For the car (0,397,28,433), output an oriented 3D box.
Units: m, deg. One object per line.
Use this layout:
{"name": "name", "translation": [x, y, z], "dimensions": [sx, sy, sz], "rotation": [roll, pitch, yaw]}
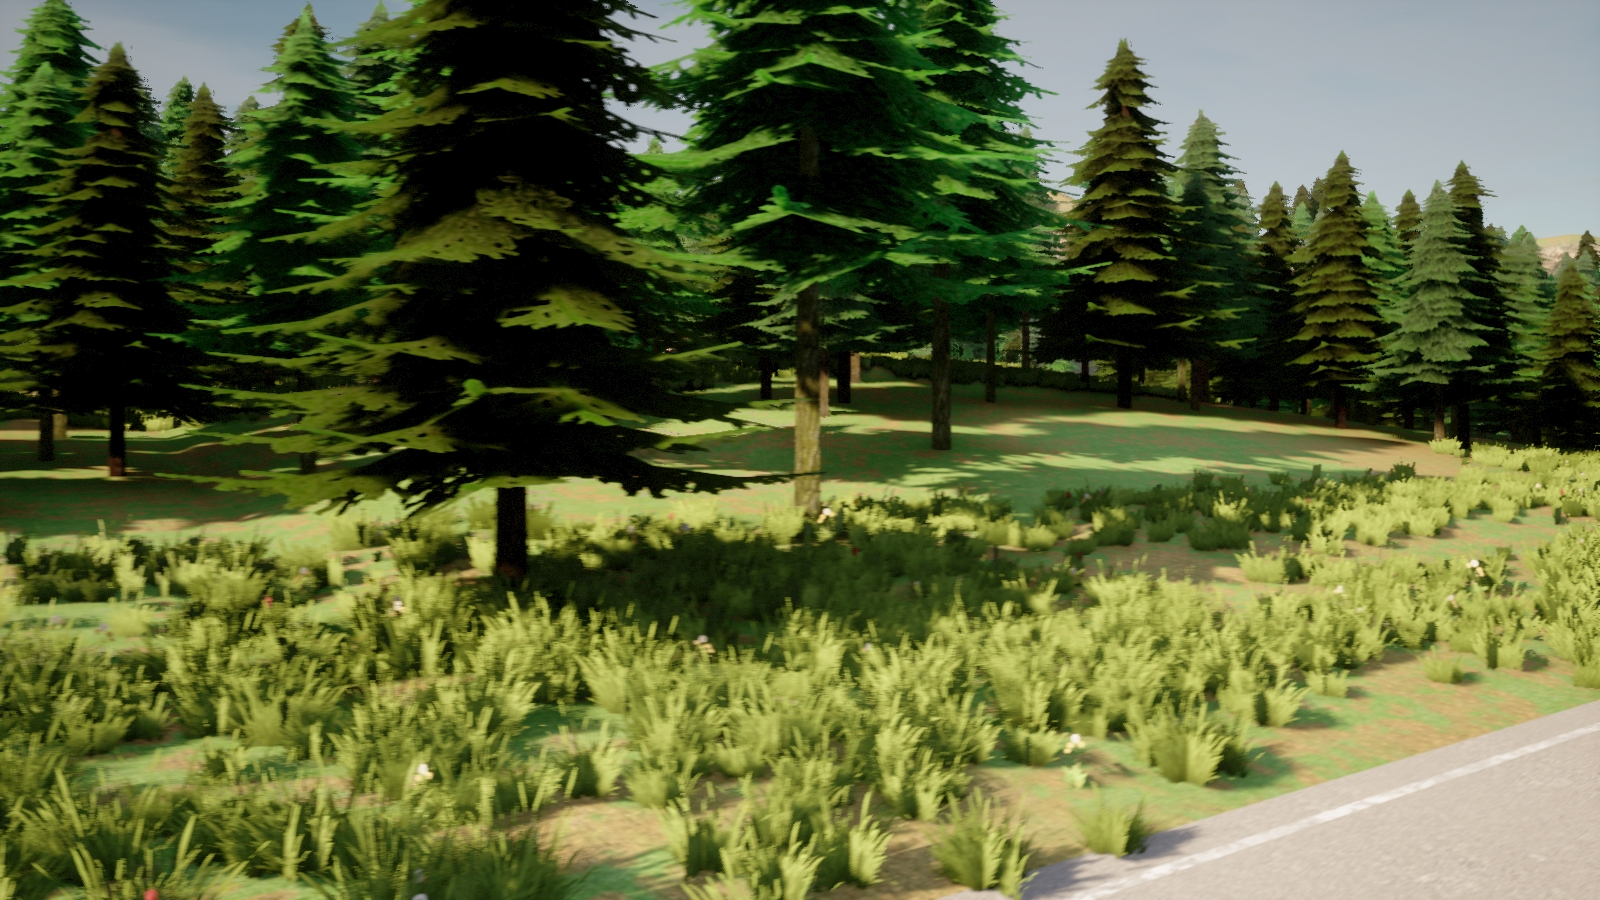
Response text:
{"name": "car", "translation": [-44.977, -1.779, 62.087], "dimensions": [4.553, 1.767, 2.097], "rotation": [-5, 0, 4]}
